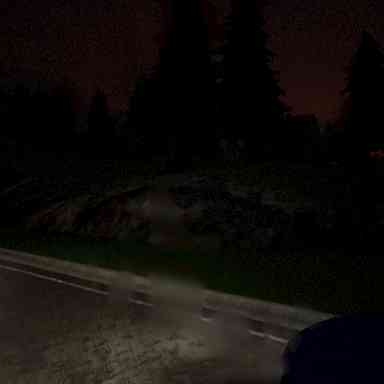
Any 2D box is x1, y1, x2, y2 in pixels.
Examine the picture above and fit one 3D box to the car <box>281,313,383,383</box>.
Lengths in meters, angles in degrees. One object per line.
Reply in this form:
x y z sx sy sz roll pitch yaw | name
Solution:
3.006 1.476 1.848 5.008 1.535 1.882 0 0 36 | car
